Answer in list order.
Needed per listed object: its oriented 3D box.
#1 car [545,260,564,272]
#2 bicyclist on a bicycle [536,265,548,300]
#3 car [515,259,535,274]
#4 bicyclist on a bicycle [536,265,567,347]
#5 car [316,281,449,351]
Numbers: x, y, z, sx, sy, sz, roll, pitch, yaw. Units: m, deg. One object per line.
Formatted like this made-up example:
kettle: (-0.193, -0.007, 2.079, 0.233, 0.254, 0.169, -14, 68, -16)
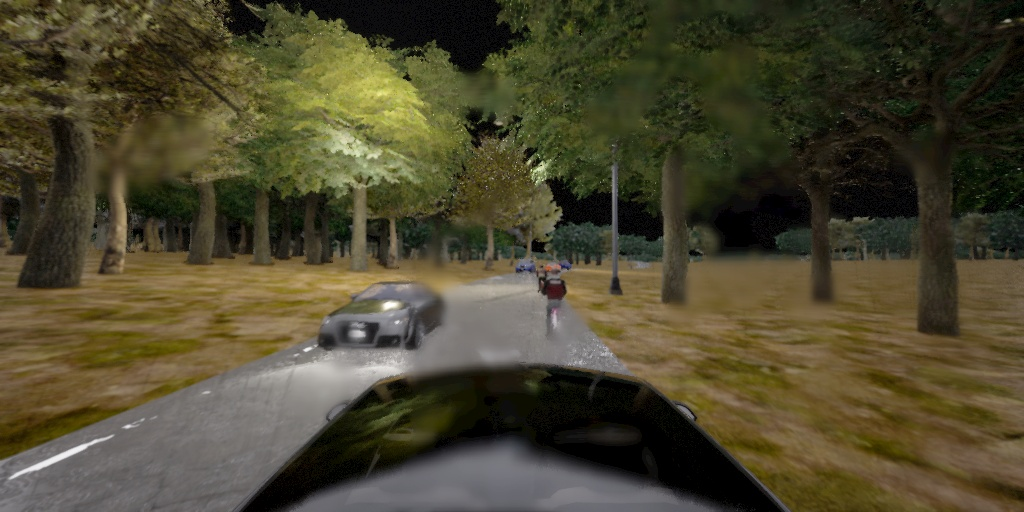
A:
car: (6.502, 1.674, 56.458, 2.097, 1.767, 4.553, 0, -1, 13)
bicyclist on a bicycle: (1.451, 1.260, 17.466, 0.582, 1.620, 1.656, 0, -1, 4)
car: (1.928, 1.423, 50.449, 2.150, 2.045, 5.566, 0, -1, 12)
bicyclist on a bicycle: (1.001, 1.142, 8.528, 0.659, 1.776, 1.843, 0, 0, 2)
car: (-2.896, 1.336, 8.924, 1.994, 1.385, 4.181, 0, 0, 2)
